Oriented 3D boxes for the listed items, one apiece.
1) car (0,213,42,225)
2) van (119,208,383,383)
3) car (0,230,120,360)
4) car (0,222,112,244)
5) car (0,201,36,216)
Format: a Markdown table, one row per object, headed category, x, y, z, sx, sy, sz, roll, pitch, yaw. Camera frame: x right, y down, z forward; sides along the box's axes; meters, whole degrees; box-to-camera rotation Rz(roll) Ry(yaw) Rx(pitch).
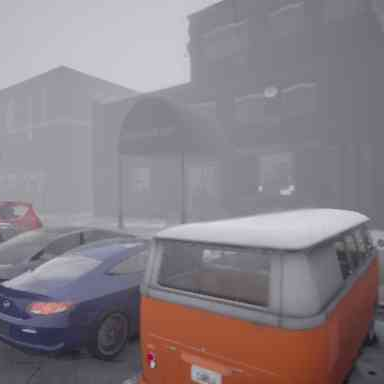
| category | x | y | z | sx | sy | sz | roll | pitch | yaw |
| --- | --- | --- | --- | --- | --- | --- | --- | --- | --- |
| car | -5.485 | 1.587 | 9.262 | 2.231 | 1.521 | 4.892 | -1 | 0 | 36 |
| van | 1.371 | 1.269 | 4.522 | 1.878 | 1.987 | 4.442 | -1 | 0 | 35 |
| car | -1.061 | 1.565 | 6.110 | 2.002 | 1.452 | 4.674 | -1 | 0 | 36 |
| car | -3.237 | 1.583 | 7.629 | 2.163 | 1.488 | 4.792 | -1 | 0 | 36 |
| car | -7.764 | 1.366 | 10.861 | 2.435 | 2.045 | 5.566 | -1 | -1 | 36 |
